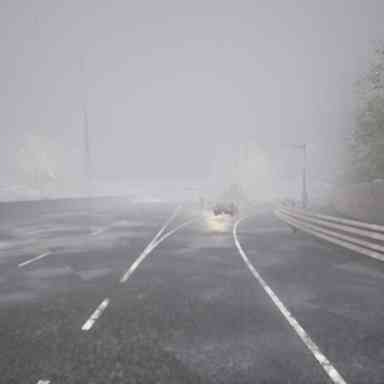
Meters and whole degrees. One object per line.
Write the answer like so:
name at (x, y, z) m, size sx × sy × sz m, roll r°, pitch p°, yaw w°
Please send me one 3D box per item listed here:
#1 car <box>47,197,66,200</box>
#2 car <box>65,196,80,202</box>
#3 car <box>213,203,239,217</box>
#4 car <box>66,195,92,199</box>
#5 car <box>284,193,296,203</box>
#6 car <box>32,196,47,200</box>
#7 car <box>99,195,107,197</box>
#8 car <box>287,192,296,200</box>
car at (-24.511, 1.592, 61.937) m, size 1.895 × 1.301 × 4.718 m, roll 0°, pitch 0°, yaw 0°
car at (-28.012, 1.601, 78.002) m, size 1.895 × 1.301 × 4.718 m, roll 0°, pitch 0°, yaw 0°
car at (3.489, 1.764, 32.937) m, size 1.895 × 1.301 × 4.718 m, roll 0°, pitch -2°, yaw 16°
car at (-21.017, 1.498, 62.071) m, size 2.128 × 1.511 × 4.902 m, roll 0°, pitch 0°, yaw 0°
car at (22.801, 1.657, 78.260) m, size 2.097 × 1.767 × 4.553 m, roll 0°, pitch 3°, yaw 20°
car at (-28.013, 1.472, 61.787) m, size 1.882 × 1.535 × 5.008 m, roll 0°, pitch 0°, yaw 0°
car at (-21.012, 1.506, 78.195) m, size 1.837 × 1.490 × 4.892 m, roll 0°, pitch 0°, yaw 0°
car at (26.295, 1.057, 87.733) m, size 2.097 × 1.767 × 4.553 m, roll 0°, pitch 4°, yaw 19°
